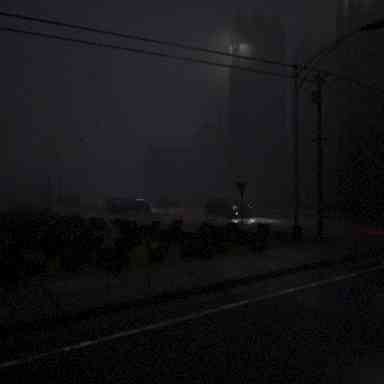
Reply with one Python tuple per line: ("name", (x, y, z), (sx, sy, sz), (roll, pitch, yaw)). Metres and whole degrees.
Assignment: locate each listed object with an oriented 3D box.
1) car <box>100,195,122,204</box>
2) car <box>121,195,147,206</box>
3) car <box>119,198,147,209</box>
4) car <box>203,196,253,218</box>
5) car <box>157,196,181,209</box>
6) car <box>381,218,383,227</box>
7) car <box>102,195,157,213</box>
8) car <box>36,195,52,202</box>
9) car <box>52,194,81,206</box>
("car", (-14.475, 1.335, 59.397), (2.128, 1.511, 4.902), (-1, 0, -35))
("car", (-9.068, 1.333, 51.725), (2.128, 1.511, 4.902), (-1, 0, -34))
("car", (-7.788, 1.469, 43.458), (1.895, 1.301, 4.718), (-1, 0, -34))
("car", (2.952, 1.218, 27.925), (2.097, 1.767, 4.553), (-1, 0, -35))
("car", (-3.305, 1.318, 43.454), (1.882, 1.535, 5.008), (-1, 0, -35))
("car", (10.381, 1.478, 14.162), (1.895, 1.301, 4.718), (0, 0, -4))
("car", (-6.466, 1.378, 34.290), (4.611, 1.667, 2.242), (-1, 0, -34))
("car", (-28.221, 1.410, 65.071), (4.193, 1.474, 1.816), (-1, 0, -34))
("car", (-20.138, 1.213, 54.265), (3.866, 1.878, 1.905), (-1, 0, -34))
